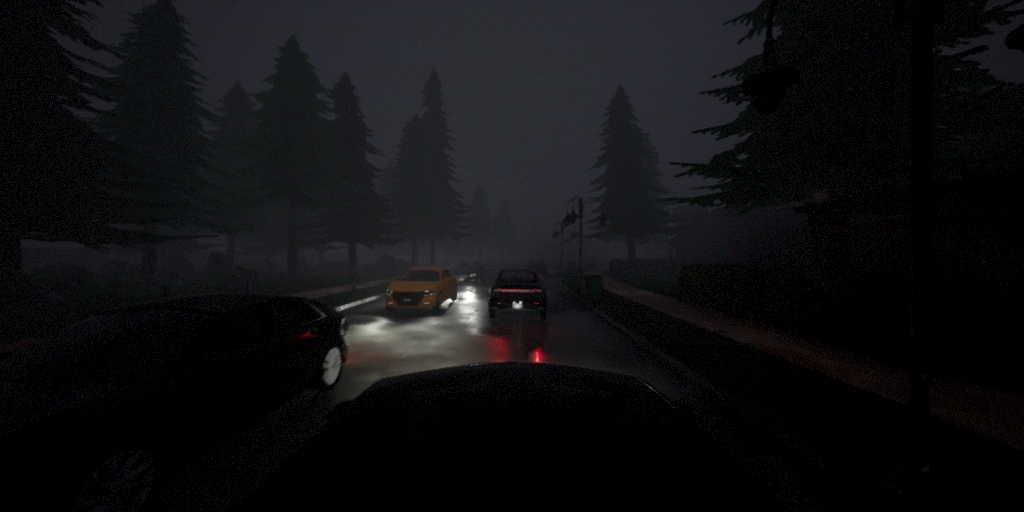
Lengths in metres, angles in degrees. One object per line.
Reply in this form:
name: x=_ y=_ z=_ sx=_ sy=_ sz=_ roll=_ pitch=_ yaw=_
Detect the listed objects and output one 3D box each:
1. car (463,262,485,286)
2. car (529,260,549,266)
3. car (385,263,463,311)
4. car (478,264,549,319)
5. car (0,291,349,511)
car: x=-2.891 y=1.173 z=24.706 sx=2.128 sy=1.511 sz=4.902 roll=0 pitch=0 yaw=5
car: x=2.794 y=1.179 z=38.016 sx=2.128 sy=1.511 sz=4.902 roll=0 pitch=0 yaw=12
car: x=-3.408 y=1.179 z=14.330 sx=1.882 sy=1.535 sz=5.008 roll=0 pitch=0 yaw=1
car: x=0.203 y=1.218 z=12.720 sx=2.128 sy=1.511 sz=4.902 roll=0 pitch=0 yaw=1
car: x=-3.579 y=1.228 z=3.946 sx=1.837 sy=1.490 sz=4.892 roll=0 pitch=0 yaw=1
